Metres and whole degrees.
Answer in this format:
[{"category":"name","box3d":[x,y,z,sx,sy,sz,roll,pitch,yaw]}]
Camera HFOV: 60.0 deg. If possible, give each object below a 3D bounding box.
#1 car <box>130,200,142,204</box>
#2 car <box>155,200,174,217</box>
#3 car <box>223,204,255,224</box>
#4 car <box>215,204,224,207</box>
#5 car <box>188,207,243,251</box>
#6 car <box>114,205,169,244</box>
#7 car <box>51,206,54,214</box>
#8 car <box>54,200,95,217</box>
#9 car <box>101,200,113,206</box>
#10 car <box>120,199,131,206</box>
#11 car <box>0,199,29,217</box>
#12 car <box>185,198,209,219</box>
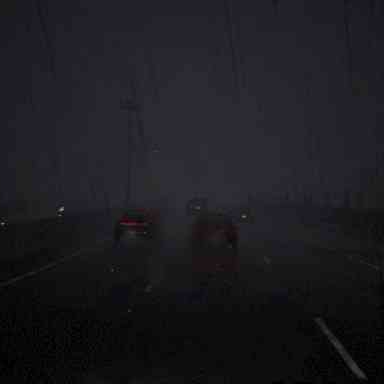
[{"category":"car","box3d":[-11.407,2.480,71.046,1.994,1.385,4.181,1,-4,-2]},{"category":"car","box3d":[-3.080,1.716,36.706,2.097,1.767,4.553,1,-1,-2]},{"category":"car","box3d":[4.185,2.002,29.054,1.994,1.385,4.181,1,-1,-1]},{"category":"car","box3d":[3.754,2.180,41.501,1.895,1.301,4.718,1,-1,-2]},{"category":"car","box3d":[0.938,1.677,15.225,1.882,1.535,5.008,1,-1,1]},{"category":"car","box3d":[-2.543,1.626,16.634,2.128,1.511,4.902,1,-1,0]},{"category":"car","box3d":[-13.791,1.670,36.945,2.033,1.411,5.357,1,-1,-2]},{"category":"car","box3d":[-10.014,1.468,29.281,2.097,1.767,4.553,1,-1,-2]},{"category":"car","box3d":[-18.461,2.411,72.463,2.033,1.411,5.357,1,-4,-2]},{"category":"car","box3d":[-15.132,2.541,77.313,2.150,2.045,5.566,1,-5,-2]},{"category":"car","box3d":[-17.085,1.454,31.129,1.882,1.535,5.008,1,-1,-2]},{"category":"car","box3d":[0.520,1.636,34.083,2.150,2.045,5.566,1,-1,-2]}]
